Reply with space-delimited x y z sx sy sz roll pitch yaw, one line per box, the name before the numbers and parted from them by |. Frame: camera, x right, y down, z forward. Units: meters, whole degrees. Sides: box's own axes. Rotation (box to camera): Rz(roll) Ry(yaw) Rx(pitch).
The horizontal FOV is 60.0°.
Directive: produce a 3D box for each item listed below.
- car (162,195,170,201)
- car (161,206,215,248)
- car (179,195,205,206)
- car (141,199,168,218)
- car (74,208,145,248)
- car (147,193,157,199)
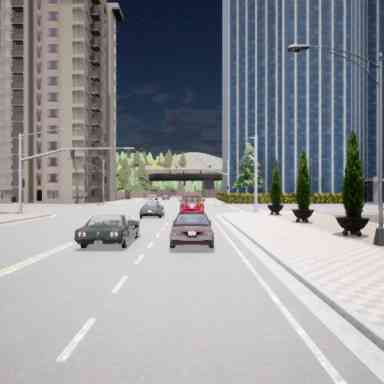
car | -7.000 1.471 88.523 1.882 1.535 5.008 0 0 0
car | 0.000 1.562 14.650 2.033 1.411 5.357 0 0 0
car | 0.000 1.257 29.680 2.150 2.045 5.566 0 0 0
car | -3.500 1.571 29.650 1.994 1.385 4.181 0 0 0
car | -3.500 1.615 14.680 1.895 1.301 4.718 0 0 0
car | -10.500 1.218 88.493 2.150 2.045 5.566 0 0 0
